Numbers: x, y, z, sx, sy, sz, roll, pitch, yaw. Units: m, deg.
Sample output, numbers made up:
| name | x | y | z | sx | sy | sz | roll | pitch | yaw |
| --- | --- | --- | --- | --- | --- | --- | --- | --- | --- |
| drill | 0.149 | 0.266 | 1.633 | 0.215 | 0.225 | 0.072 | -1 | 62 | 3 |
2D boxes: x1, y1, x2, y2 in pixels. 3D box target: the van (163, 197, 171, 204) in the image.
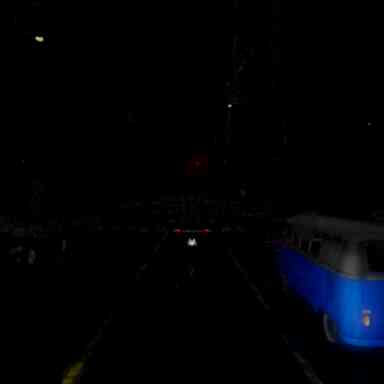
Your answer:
| name | x | y | z | sx | sy | sz | roll | pitch | yaw |
| --- | --- | --- | --- | --- | --- | --- | --- | --- | --- |
| van | -6.226 | 2.161 | 84.189 | 1.690 | 1.788 | 3.998 | 0 | -1 | -1 |

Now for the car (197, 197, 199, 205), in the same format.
| name | x | y | z | sx | sy | sz | roll | pitch | yaw |
| --- | --- | --- | --- | --- | --- | --- | --- | --- | --- |
| car | 2.474 | 2.169 | 64.761 | 1.887 | 1.381 | 4.507 | 0 | -1 | -1 |

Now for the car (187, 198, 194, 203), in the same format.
| name | x | y | z | sx | sy | sz | roll | pitch | yaw |
| --- | --- | --- | --- | --- | --- | --- | --- | --- | --- |
| car | -0.541 | 2.357 | 93.162 | 1.895 | 1.301 | 4.718 | 0 | -1 | -1 |

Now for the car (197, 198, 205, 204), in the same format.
| name | x | y | z | sx | sy | sz | roll | pitch | yaw |
| --- | --- | --- | --- | --- | --- | --- | --- | --- | --- |
| car | 2.288 | 2.359 | 85.535 | 1.752 | 1.417 | 4.829 | 0 | -1 | -1 |

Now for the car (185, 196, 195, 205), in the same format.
| name | x | y | z | sx | sy | sz | roll | pitch | yaw |
| --- | --- | --- | --- | --- | --- | --- | --- | --- | --- |
| car | -0.433 | 2.286 | 81.044 | 2.128 | 1.511 | 4.902 | 0 | -1 | -1 |

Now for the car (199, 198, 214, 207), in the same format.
| name | x | y | z | sx | sy | sz | roll | pitch | yaw |
| --- | --- | --- | --- | --- | --- | --- | --- | --- | --- |
| car | 2.573 | 2.068 | 53.873 | 2.008 | 1.369 | 4.403 | 0 | -1 | -1 |

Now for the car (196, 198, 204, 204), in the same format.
| name | x | y | z | sx | sy | sz | roll | pitch | yaw |
| --- | --- | --- | --- | --- | --- | --- | --- | --- | --- |
| car | 2.242 | 2.451 | 90.654 | 1.947 | 1.339 | 4.313 | 0 | -1 | -1 |

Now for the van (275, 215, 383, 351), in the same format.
| name | x | y | z | sx | sy | sz | roll | pitch | yaw |
| --- | --- | --- | --- | --- | --- | --- | --- | --- | --- |
| van | 2.762 | 1.400 | 6.109 | 1.690 | 1.788 | 3.998 | 0 | -1 | 0 |

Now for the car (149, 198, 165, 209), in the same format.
| name | x | y | z | sx | sy | sz | roll | pitch | yaw |
| --- | --- | --- | --- | --- | --- | --- | --- | --- | --- |
| car | -5.952 | 2.068 | 53.800 | 2.008 | 1.369 | 4.403 | 0 | -1 | -1 |

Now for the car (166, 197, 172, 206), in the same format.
| name | x | y | z | sx | sy | sz | roll | pitch | yaw |
| --- | --- | --- | --- | --- | --- | --- | --- | --- | --- |
| car | -6.128 | 2.276 | 73.362 | 1.947 | 1.339 | 4.313 | 0 | -1 | -1 |

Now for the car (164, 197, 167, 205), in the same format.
| name | x | y | z | sx | sy | sz | roll | pitch | yaw |
| --- | --- | --- | --- | --- | --- | --- | --- | --- | --- |
| car | -5.997 | 2.116 | 58.792 | 2.008 | 1.369 | 4.403 | 0 | -1 | -1 |

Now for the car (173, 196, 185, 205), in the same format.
| name | x | y | z | sx | sy | sz | roll | pitch | yaw |
| --- | --- | --- | --- | --- | --- | --- | --- | --- | --- |
| car | -3.416 | 2.321 | 79.159 | 1.994 | 1.385 | 4.181 | 0 | -1 | -1 |

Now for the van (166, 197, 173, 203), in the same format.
| name | x | y | z | sx | sy | sz | roll | pitch | yaw |
| --- | --- | --- | --- | --- | --- | --- | --- | --- | --- |
| van | -6.323 | 2.272 | 95.015 | 1.690 | 1.788 | 3.998 | 0 | -1 | -1 |

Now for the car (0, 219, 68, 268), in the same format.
| name | x | y | z | sx | sy | sz | roll | pitch | yaw |
| --- | --- | --- | --- | --- | --- | --- | --- | --- | --- |
| car | -5.763 | 1.662 | 11.619 | 2.008 | 1.369 | 4.403 | 0 | -1 | 0 |

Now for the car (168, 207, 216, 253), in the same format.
| name | x | y | z | sx | sy | sz | roll | pitch | yaw |
| --- | --- | --- | --- | --- | --- | --- | --- | --- | --- |
| car | 0.004 | 1.629 | 14.301 | 2.128 | 1.511 | 4.902 | 0 | 0 | 0 |
